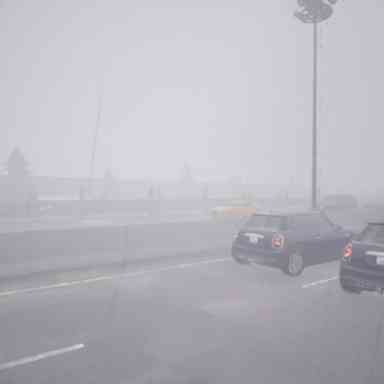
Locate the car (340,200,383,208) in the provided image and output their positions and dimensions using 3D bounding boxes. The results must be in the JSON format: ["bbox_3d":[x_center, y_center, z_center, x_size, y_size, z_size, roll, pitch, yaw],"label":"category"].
[{"bbox_3d":[14.893,1.560,27.494,5.357,1.411,2.033,0,0,-35],"label":"car"}]

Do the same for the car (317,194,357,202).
[{"bbox_3d":[13.032,1.234,30.435,5.566,2.045,2.150,0,0,-35],"label":"car"}]

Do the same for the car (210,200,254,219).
[{"bbox_3d":[3.752,1.486,28.156,5.008,1.535,1.882,0,0,-35],"label":"car"}]

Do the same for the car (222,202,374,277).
[{"bbox_3d":[3.449,1.356,10.511,4.553,1.767,2.097,0,0,-36],"label":"car"}]

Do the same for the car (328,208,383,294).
[{"bbox_3d":[5.432,1.356,7.626,4.553,1.767,2.097,0,0,-36],"label":"car"}]
